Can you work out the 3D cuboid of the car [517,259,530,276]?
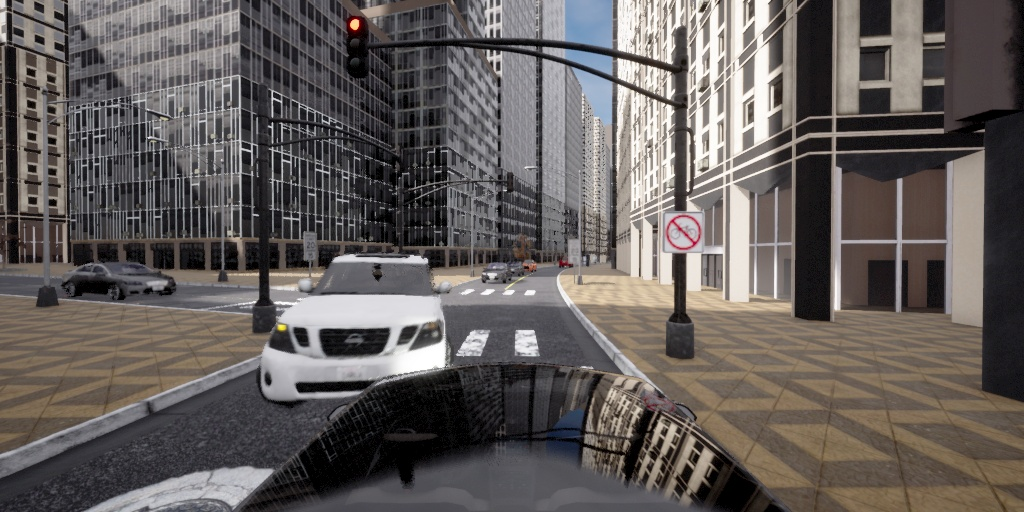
[{"bbox_3d":[0.229,1.311,37.657,2.128,1.511,4.902,0,0,9],"label":"car"}]

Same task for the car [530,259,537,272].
[{"bbox_3d":[2.008,1.220,47.435,2.097,1.767,4.553,0,0,12],"label":"car"}]

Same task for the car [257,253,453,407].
[{"bbox_3d":[-2.404,0.971,6.752,2.150,2.045,5.566,2,0,-13],"label":"car"}]

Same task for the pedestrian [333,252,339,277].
[{"bbox_3d":[-9.523,0.716,19.442,0.375,1.860,0.375,0,0,16],"label":"pedestrian"}]

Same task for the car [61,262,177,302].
[{"bbox_3d":[-16.970,1.034,15.521,4.902,1.511,2.128,1,1,17],"label":"car"}]

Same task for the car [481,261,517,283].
[{"bbox_3d":[-1.117,1.276,28.175,2.128,1.511,4.902,0,0,7],"label":"car"}]
